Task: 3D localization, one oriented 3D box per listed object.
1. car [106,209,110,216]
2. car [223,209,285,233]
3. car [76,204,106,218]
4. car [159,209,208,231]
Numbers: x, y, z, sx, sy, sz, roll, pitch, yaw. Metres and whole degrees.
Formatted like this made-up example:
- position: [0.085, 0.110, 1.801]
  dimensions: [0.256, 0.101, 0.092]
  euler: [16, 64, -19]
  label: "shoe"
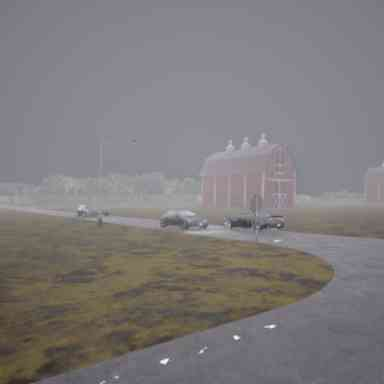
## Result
- position: [-13.487, 2.740, 47.520]
  dimensions: [2.033, 1.411, 5.357]
  euler: [2, -2, -35]
  label: "car"
- position: [4.103, 1.944, 22.926]
  dimensions: [2.128, 1.511, 4.902]
  euler: [1, -2, -34]
  label: "car"
- position: [-12.962, 2.365, 41.877]
  dimensions: [2.097, 1.767, 4.553]
  euler: [2, -2, -35]
  label: "car"
- position: [-0.746, 2.025, 24.830]
  dimensions: [1.812, 1.442, 4.674]
  euler: [2, -2, -36]
  label: "car"
